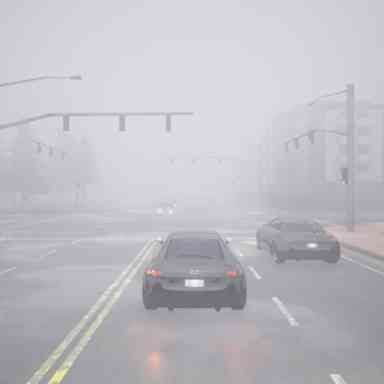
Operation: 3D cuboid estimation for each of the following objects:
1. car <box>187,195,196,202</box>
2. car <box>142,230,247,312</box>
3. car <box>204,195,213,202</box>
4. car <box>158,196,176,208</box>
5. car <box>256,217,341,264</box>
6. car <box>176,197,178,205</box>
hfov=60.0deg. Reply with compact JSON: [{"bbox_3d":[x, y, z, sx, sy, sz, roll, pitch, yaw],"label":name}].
[{"bbox_3d":[-0.041,1.388,71.327,1.994,1.385,4.181,0,0,0],"label":"car"},{"bbox_3d":[0.055,1.564,7.819,1.994,1.385,4.181,0,0,0],"label":"car"},{"bbox_3d":[3.459,1.360,71.343,2.128,1.511,4.902,0,0,0],"label":"car"},{"bbox_3d":[-3.610,1.523,47.134,1.812,1.442,4.674,0,0,0],"label":"car"},{"bbox_3d":[3.575,1.563,11.904,1.994,1.385,4.181,0,0,0],"label":"car"},{"bbox_3d":[-3.589,1.501,61.006,1.837,1.490,4.892,0,0,0],"label":"car"}]
